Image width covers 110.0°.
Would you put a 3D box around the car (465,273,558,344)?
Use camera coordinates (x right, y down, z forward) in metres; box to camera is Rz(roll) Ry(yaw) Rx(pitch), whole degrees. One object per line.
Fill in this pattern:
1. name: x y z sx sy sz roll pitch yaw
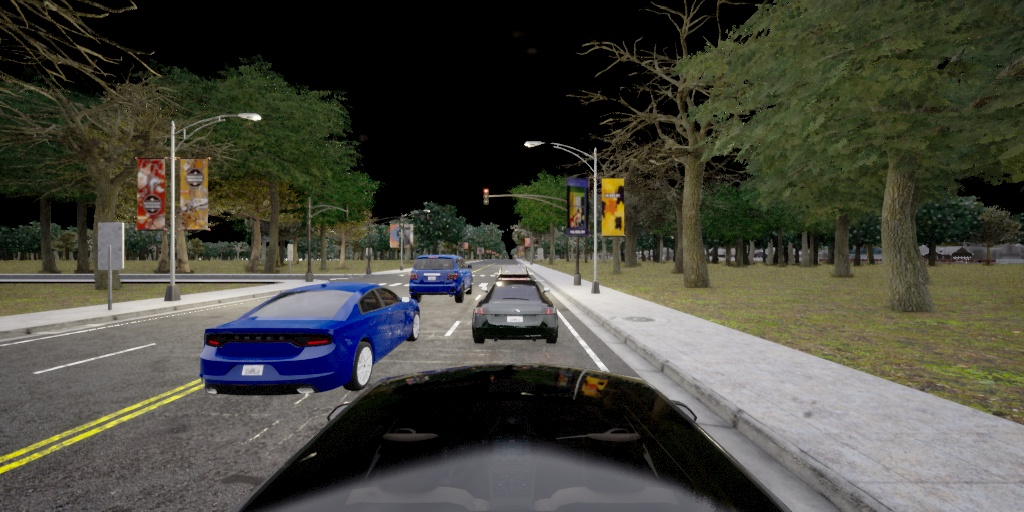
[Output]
1. car: 0.094 1.315 9.631 1.994 1.385 4.181 0 0 1

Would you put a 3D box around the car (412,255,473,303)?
1. car: -3.151 0.974 16.791 2.150 2.045 5.566 0 0 0

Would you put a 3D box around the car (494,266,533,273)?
1. car: 0.099 1.244 18.533 2.128 1.511 4.902 0 0 0

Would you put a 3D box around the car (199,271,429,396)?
1. car: -3.149 1.228 6.805 1.882 1.535 5.008 0 0 0
